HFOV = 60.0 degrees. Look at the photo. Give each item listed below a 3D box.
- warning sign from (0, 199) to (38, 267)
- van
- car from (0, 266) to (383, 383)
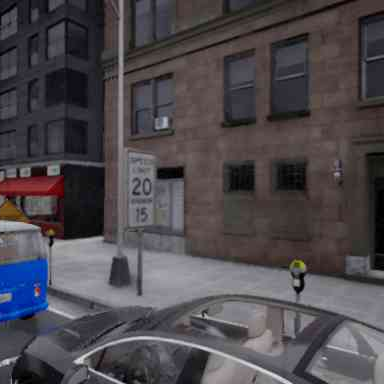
[{"bbox_3d":[-5.520,1.154,9.936,1.060,1.860,1.300,0,0,37],"label":"warning sign"},{"bbox_3d":[-4.310,1.362,6.112,3.998,1.788,1.690,0,0,37],"label":"van"},{"bbox_3d":[0.208,1.570,2.666,4.403,1.369,2.008,0,0,37],"label":"car"}]
